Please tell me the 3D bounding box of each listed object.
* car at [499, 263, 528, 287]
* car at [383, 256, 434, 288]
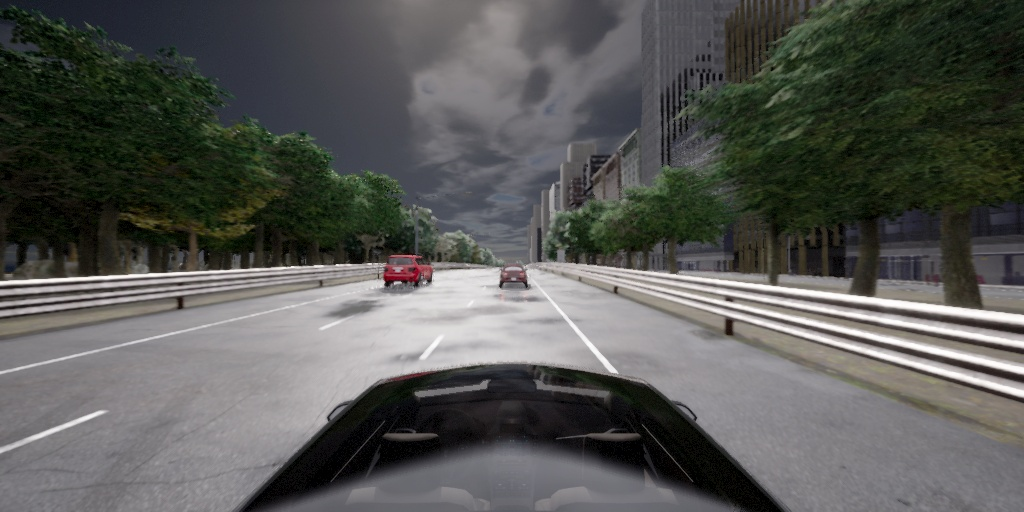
[{"bbox_3d":[0.104,1.306,24.851,1.812,1.442,4.674,0,-1,0],"label":"car"},{"bbox_3d":[-6.895,0.995,24.359,2.150,2.045,5.566,0,0,0],"label":"car"}]
